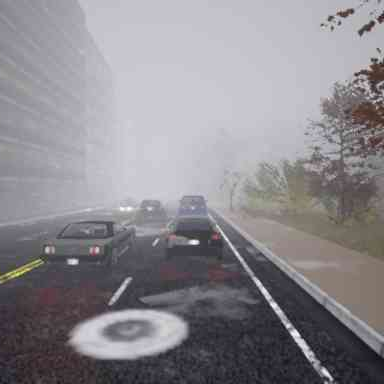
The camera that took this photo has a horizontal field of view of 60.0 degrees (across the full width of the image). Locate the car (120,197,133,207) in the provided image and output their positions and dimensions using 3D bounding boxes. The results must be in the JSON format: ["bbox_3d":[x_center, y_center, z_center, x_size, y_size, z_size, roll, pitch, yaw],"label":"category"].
[{"bbox_3d":[-9.954,1.469,51.720,2.128,1.511,4.902,0,0,-1],"label":"car"}]

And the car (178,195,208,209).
[{"bbox_3d":[0.081,1.209,26.516,2.150,2.045,5.566,0,0,1],"label":"car"}]

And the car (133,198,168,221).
[{"bbox_3d":[-3.165,1.335,27.288,2.097,1.767,4.553,0,0,0],"label":"car"}]

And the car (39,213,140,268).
[{"bbox_3d":[-3.182,1.592,11.179,1.895,1.301,4.718,0,0,0],"label":"car"}]

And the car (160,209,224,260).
[{"bbox_3d":[0.077,1.554,12.432,1.994,1.385,4.181,0,0,0],"label":"car"}]

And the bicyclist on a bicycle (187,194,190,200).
[{"bbox_3d":[-1.003,1.405,89.322,0.582,1.620,1.656,0,0,-4],"label":"bicyclist on a bicycle"}]

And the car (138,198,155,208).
[{"bbox_3d":[-6.674,1.579,49.427,1.895,1.301,4.718,0,0,-1],"label":"car"}]
